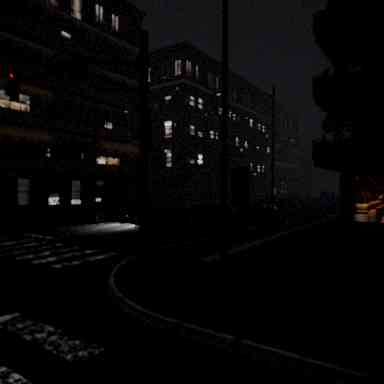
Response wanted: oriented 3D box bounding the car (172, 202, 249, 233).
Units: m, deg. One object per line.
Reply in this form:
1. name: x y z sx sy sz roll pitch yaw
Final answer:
1. car: 1.139 1.349 18.108 1.947 1.339 4.313 2 2 35

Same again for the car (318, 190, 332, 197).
1. car: 29.345 0.379 73.191 1.887 1.381 4.507 2 2 35

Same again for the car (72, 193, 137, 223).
1. car: -5.709 1.034 22.928 2.192 1.841 5.009 2 2 35

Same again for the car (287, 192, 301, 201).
1. car: 16.596 0.721 54.916 1.947 1.339 4.313 2 2 35

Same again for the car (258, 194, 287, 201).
1. car: 9.504 0.971 40.204 1.994 1.385 4.181 1 1 35

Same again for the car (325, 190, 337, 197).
1. car: 32.531 0.337 77.760 1.802 1.307 4.206 2 2 35

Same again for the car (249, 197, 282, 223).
1. car: 4.326 1.284 22.677 1.802 1.307 4.206 2 2 35

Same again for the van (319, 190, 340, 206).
1. van: 17.076 0.721 40.948 1.690 1.788 3.998 2 2 35

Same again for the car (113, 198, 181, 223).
1. car: -2.909 1.284 22.445 1.994 1.385 4.181 1 1 35

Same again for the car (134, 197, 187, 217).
1. car: -2.525 1.182 27.503 1.887 1.381 4.507 2 2 35

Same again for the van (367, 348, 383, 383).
1. van: 2.672 1.341 0.967 3.998 1.788 1.690 0 0 35

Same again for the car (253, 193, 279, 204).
1. car: 10.223 0.882 45.778 1.947 1.339 4.313 2 2 35

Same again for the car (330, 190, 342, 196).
1. car: 35.718 0.257 82.329 1.802 1.307 4.206 2 2 35
